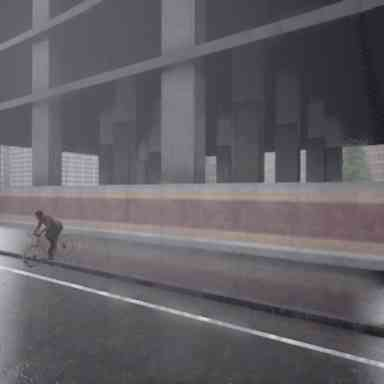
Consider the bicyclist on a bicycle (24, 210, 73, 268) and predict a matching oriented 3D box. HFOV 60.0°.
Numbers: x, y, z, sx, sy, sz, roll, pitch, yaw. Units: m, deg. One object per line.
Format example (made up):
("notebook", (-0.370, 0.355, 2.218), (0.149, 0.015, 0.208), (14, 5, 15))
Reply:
("bicyclist on a bicycle", (-4.354, 1.331, 10.033), (0.582, 1.620, 1.656), (0, 9, 34))
